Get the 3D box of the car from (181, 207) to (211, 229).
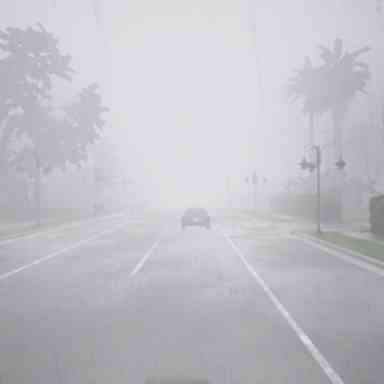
[{"bbox_3d":[0.263,1.757,23.490,1.994,1.385,4.181,0,0,0],"label":"car"}]
